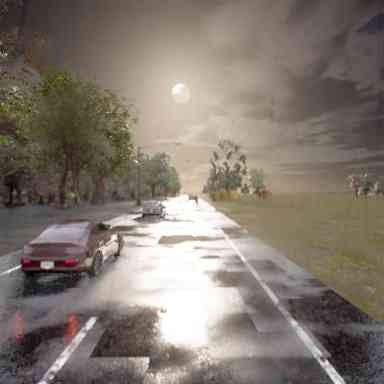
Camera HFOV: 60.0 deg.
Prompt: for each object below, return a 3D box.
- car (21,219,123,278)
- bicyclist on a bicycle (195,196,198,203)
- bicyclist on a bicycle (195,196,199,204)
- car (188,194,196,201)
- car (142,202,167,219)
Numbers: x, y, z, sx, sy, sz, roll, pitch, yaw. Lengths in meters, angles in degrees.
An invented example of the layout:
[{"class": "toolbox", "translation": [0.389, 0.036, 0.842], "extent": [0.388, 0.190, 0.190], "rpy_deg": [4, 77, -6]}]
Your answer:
[{"class": "car", "translation": [-3.399, 1.552, 10.119], "extent": [1.812, 1.442, 4.674], "rpy_deg": [0, 0, 0]}, {"class": "bicyclist on a bicycle", "translation": [0.960, 1.648, 74.191], "extent": [0.582, 1.620, 1.656], "rpy_deg": [0, -1, 0]}, {"class": "bicyclist on a bicycle", "translation": [0.960, 1.541, 65.083], "extent": [0.659, 1.776, 1.843], "rpy_deg": [0, 0, 0]}, {"class": "car", "translation": [-0.004, 1.467, 92.225], "extent": [2.097, 1.767, 4.553], "rpy_deg": [0, 0, 0]}, {"class": "car", "translation": [-3.402, 1.627, 30.408], "extent": [2.033, 1.411, 5.357], "rpy_deg": [0, 0, 0]}]
